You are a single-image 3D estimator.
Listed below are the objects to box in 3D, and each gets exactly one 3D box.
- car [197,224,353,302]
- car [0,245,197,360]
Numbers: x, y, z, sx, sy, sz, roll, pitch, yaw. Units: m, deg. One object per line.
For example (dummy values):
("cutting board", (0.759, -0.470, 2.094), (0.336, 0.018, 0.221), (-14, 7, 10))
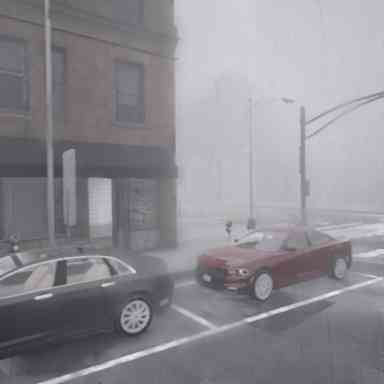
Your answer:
("car", (2.143, 1.527, 8.183), (4.507, 1.381, 1.887), (0, -1, -35))
("car", (-2.342, 1.547, 4.990), (4.403, 1.369, 2.008), (0, -1, -35))
